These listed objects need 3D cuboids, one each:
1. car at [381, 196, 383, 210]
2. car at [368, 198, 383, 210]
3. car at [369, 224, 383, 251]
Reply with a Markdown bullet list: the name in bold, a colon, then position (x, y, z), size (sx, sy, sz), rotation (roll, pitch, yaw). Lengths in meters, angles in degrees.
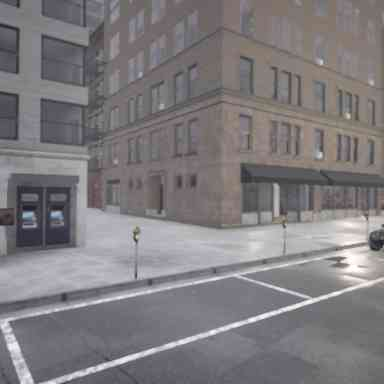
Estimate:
- **car**: position (21.946, 1.241, 35.343), size (2.097, 1.767, 4.553), rotation (1, 0, -35)
- **car**: position (23.671, 1.462, 38.533), size (2.033, 1.411, 5.357), rotation (1, 0, -35)
- **car**: position (8.631, 1.583, 12.910), size (4.313, 1.339, 1.947), rotation (0, 1, -35)
